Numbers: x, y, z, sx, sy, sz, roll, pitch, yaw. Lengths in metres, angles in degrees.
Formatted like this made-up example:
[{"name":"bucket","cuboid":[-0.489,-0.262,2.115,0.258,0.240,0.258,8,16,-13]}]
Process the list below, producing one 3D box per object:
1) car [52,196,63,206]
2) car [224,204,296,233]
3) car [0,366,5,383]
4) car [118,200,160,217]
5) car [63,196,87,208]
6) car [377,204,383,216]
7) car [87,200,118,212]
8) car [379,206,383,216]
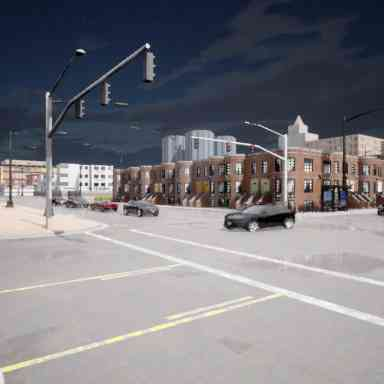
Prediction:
[{"name":"car","cuboid":[-22.288,1.492,55.565,2.128,1.511,4.902,0,0,-35]},{"name":"car","cuboid":[4.107,1.477,19.871,5.008,1.535,1.882,0,0,-36]},{"name":"car","cuboid":[-3.770,1.221,1.079,5.566,2.045,2.150,0,0,-35]},{"name":"car","cuboid":[-4.847,1.505,31.338,1.837,1.490,4.892,0,0,-36]},{"name":"car","cuboid":[-16.264,1.352,47.154,2.097,1.767,4.553,0,0,-36]},{"name":"car","cuboid":[18.950,1.352,30.522,4.553,1.767,2.097,0,0,-36]},{"name":"car","cuboid":[-10.315,1.601,38.907,1.895,1.301,4.718,0,0,-36]},{"name":"car","cuboid":[10.975,1.547,14.778,2.033,1.411,5.357,0,0,0]}]
